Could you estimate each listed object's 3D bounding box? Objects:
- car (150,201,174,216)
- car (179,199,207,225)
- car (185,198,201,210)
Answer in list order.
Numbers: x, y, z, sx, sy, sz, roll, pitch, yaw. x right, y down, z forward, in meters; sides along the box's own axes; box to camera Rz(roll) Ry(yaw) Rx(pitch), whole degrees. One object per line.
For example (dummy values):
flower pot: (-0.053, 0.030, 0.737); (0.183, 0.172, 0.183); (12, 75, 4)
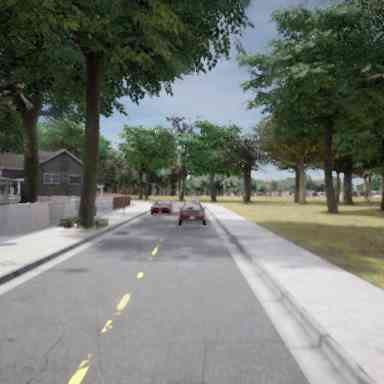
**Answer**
car: (-2.800, 1.499, 31.604); (1.895, 1.301, 4.718); (0, 0, 1)
car: (0.036, 1.448, 23.301); (1.812, 1.442, 4.674); (0, 0, 1)
car: (0.057, 1.470, 42.074); (1.895, 1.301, 4.718); (0, 0, 0)
